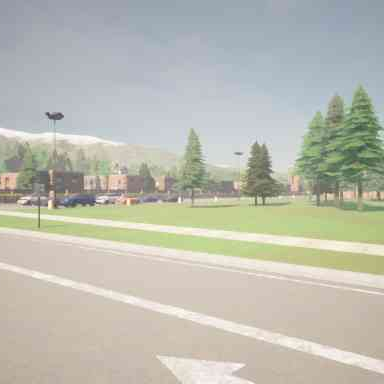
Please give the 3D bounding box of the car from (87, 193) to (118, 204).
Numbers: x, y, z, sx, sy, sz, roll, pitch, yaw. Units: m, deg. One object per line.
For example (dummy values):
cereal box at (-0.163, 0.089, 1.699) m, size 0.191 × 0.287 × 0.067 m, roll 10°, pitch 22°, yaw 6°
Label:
car at (-16.945, 1.221, 63.027) m, size 2.150 × 2.045 × 5.566 m, roll 0°, pitch 0°, yaw 36°

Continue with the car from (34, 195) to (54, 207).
car at (-20.880, 1.548, 51.352) m, size 2.033 × 1.411 × 5.357 m, roll 0°, pitch 0°, yaw 35°

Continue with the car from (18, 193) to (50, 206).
car at (-26.181, 1.223, 55.963) m, size 2.150 × 2.045 × 5.566 m, roll 0°, pitch 0°, yaw 36°

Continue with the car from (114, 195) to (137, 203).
car at (-14.397, 1.477, 72.688) m, size 1.882 × 1.535 × 5.008 m, roll 0°, pitch 0°, yaw 35°

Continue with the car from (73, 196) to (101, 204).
car at (-20.301, 1.491, 64.302) m, size 2.128 × 1.511 × 4.902 m, roll 0°, pitch 0°, yaw 35°

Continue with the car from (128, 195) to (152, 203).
car at (-11.108, 1.525, 71.285) m, size 2.128 × 1.511 × 4.902 m, roll 0°, pitch 0°, yaw 35°

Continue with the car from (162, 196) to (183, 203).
car at (-4.074, 1.548, 69.134) m, size 2.033 × 1.411 × 5.357 m, roll 0°, pitch 0°, yaw 35°

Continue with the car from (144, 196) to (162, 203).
car at (-8.920, 1.526, 68.317) m, size 1.812 × 1.442 × 4.674 m, roll 0°, pitch 0°, yaw 35°

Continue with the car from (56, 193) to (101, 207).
car at (-17.182, 1.223, 50.535) m, size 2.150 × 2.045 × 5.566 m, roll 0°, pitch 0°, yaw 35°

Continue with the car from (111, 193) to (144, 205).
car at (-11.359, 1.352, 58.848) m, size 2.097 × 1.767 × 4.553 m, roll 0°, pitch 0°, yaw 35°

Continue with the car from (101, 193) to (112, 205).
car at (-14.676, 1.221, 60.198) m, size 2.150 × 2.045 × 5.566 m, roll 0°, pitch 0°, yaw 35°

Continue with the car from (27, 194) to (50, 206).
car at (-23.299, 1.548, 53.997) m, size 2.033 × 1.411 × 5.357 m, roll 0°, pitch 0°, yaw 35°
